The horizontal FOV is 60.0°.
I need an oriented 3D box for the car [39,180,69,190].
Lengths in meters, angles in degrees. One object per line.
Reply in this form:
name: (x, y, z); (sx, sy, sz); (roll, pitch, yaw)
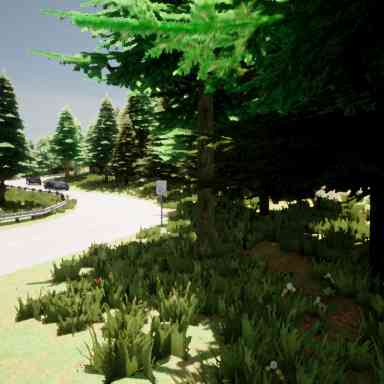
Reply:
car: (-18.827, -0.986, 46.137); (4.181, 1.385, 1.994); (6, 4, 40)

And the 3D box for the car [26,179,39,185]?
car: (-25.451, -1.912, 53.406); (1.837, 1.490, 4.892); (0, 5, -33)
